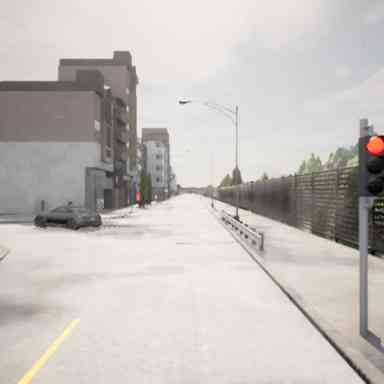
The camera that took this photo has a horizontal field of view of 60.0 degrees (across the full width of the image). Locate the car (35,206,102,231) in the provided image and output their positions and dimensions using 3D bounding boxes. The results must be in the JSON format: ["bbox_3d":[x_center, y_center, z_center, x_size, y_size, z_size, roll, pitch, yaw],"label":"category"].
[{"bbox_3d":[-7.556,1.532,20.277,4.181,1.385,1.994,0,0,28],"label":"car"}]
